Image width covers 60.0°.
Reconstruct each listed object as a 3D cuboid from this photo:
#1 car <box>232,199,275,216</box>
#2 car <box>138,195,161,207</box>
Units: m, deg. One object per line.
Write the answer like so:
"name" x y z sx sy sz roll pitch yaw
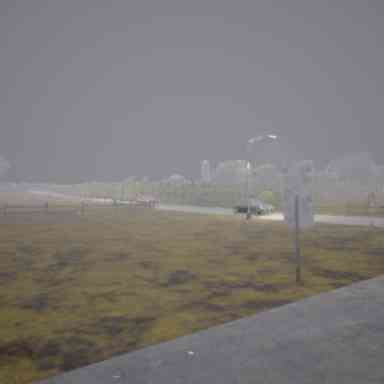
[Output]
"car" 6.275 1.482 34.199 2.097 1.767 4.553 -2 1 -35
"car" -6.690 1.396 52.538 2.097 1.767 4.553 -2 2 -35
